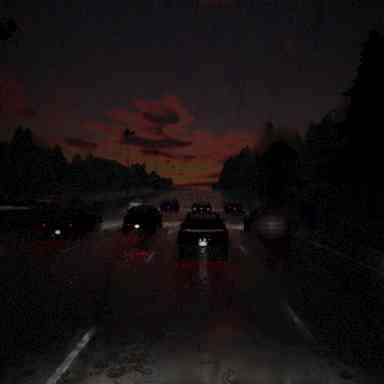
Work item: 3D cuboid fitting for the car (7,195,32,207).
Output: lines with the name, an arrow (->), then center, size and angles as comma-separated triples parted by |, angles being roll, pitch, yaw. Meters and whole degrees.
car -> -23.371, 1.333, 46.679 | 1.812, 1.442, 4.674 | 0, 1, 2

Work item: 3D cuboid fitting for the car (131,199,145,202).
car -> -5.954, 1.495, 36.802 | 1.812, 1.442, 4.674 | 0, 1, 2

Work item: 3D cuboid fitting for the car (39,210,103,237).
car -> -6.441, 1.649, 18.324 | 1.895, 1.301, 4.718 | 0, 0, 2

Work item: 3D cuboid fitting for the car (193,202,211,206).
car -> 0.955, 1.621, 33.186 | 1.895, 1.301, 4.718 | 0, 0, 2

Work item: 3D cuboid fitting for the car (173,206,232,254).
car -> 0.448, 1.561, 13.868 | 2.128, 1.511, 4.902 | 0, 0, 1

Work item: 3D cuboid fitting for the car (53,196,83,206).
car -> -16.418, 1.341, 45.103 | 2.128, 1.511, 4.902 | 0, 1, 2

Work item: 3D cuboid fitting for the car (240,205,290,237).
car -> 4.073, 1.649, 18.661 | 1.994, 1.385, 4.181 | 0, 0, 1

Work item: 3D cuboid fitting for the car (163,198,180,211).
car -> -2.430, 1.452, 37.559 | 1.882, 1.535, 5.008 | 0, 1, 2

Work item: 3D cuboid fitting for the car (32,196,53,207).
car -> -19.875, 1.298, 46.565 | 1.882, 1.535, 5.008 | 0, 1, 2

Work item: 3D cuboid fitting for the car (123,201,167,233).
car -> -2.886, 1.567, 20.275 | 1.837, 1.490, 4.892 | 0, 1, 1

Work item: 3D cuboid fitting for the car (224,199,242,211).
car -> 4.555, 1.528, 37.017 | 1.812, 1.442, 4.674 | 0, 1, 2

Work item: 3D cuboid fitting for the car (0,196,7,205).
car -> -26.799, 1.273, 48.829 | 1.837, 1.490, 4.892 | 0, 1, 2
